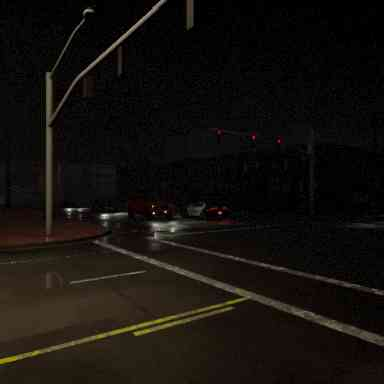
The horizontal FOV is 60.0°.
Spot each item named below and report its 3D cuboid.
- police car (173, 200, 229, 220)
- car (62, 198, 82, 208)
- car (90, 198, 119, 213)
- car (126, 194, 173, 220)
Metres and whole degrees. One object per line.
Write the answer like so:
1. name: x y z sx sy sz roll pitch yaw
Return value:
1. police car: 0.836 1.504 28.399 2.038 1.542 4.974 0 0 -36
2. car: -17.227 1.526 47.411 1.812 1.442 4.674 0 0 -36
3. car: -9.803 1.504 37.038 1.837 1.490 4.892 0 0 -36
4. car: -3.718 1.222 28.561 2.150 2.045 5.566 0 0 -36
